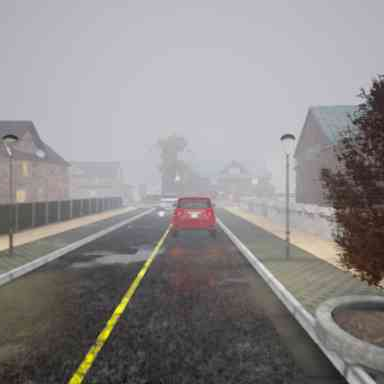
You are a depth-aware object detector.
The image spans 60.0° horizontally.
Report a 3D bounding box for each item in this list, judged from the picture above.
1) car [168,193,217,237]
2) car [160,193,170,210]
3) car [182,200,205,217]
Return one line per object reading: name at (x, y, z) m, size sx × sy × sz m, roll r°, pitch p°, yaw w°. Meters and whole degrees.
car at (0.106, 1.187, 17.894) m, size 2.150 × 2.045 × 5.566 m, roll 0°, pitch 0°, yaw 0°
car at (-2.737, 1.173, 41.520) m, size 2.150 × 2.045 × 5.566 m, roll 0°, pitch 0°, yaw 0°
car at (0.101, 1.504, 32.022) m, size 2.033 × 1.411 × 5.357 m, roll 0°, pitch 0°, yaw 0°
